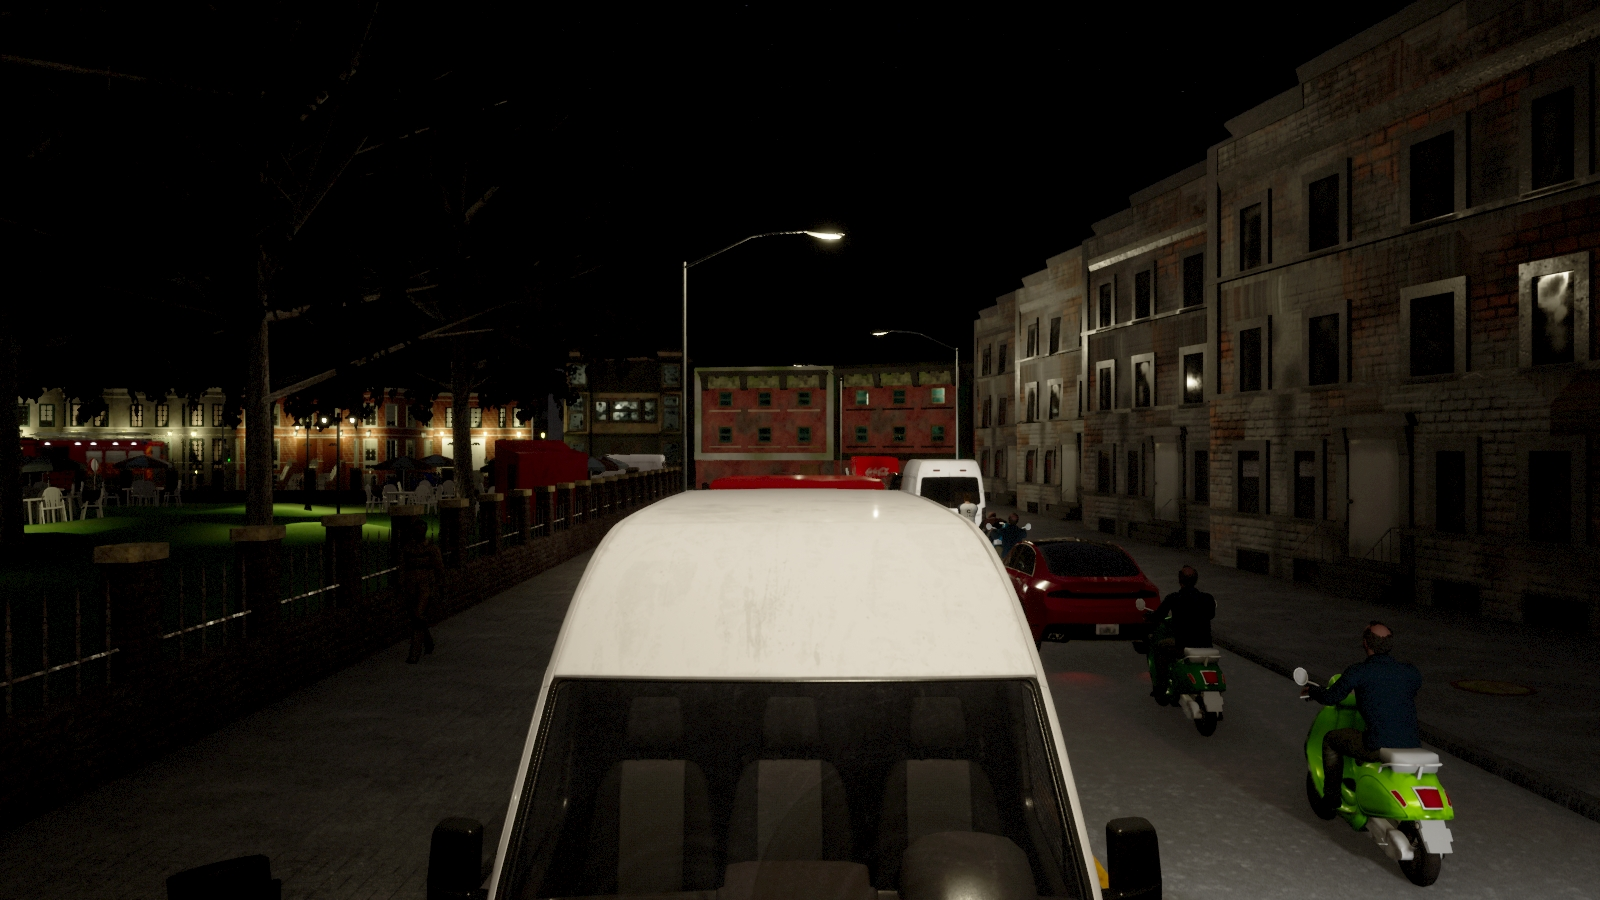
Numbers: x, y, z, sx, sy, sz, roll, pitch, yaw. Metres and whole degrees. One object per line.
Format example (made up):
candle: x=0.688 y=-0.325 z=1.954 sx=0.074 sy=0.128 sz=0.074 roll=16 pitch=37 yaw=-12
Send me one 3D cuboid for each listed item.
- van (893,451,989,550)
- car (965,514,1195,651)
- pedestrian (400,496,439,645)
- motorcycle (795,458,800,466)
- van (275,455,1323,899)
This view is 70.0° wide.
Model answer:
van: x=3.906 y=1.314 z=32.634 sx=1.988 sy=2.561 sz=5.915 roll=0 pitch=0 yaw=0
car: x=3.953 y=1.841 z=17.118 sx=2.231 sy=1.480 sz=4.892 roll=0 pitch=0 yaw=0
pedestrian: x=-4.842 y=1.525 z=14.561 sx=0.375 sy=1.860 sz=0.375 roll=0 pitch=0 yaw=0
motorcycle: x=-0.384 y=1.962 z=183.190 sx=0.856 sy=1.236 sz=1.805 roll=0 pitch=0 yaw=0
van: x=-0.006 y=1.314 z=5.127 sx=1.988 sy=2.561 sz=5.915 roll=0 pitch=0 yaw=0
